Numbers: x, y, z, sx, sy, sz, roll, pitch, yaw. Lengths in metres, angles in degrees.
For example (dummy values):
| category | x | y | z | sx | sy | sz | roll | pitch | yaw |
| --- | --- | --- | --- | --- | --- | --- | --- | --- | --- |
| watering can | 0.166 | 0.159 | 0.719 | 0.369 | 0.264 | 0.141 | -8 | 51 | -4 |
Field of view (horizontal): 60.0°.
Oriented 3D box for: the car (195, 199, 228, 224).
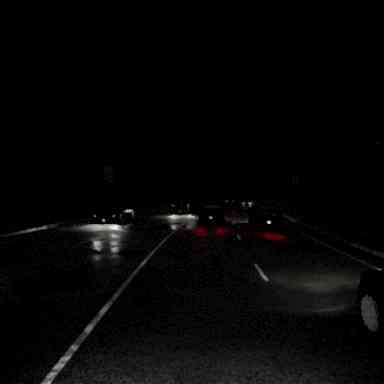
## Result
| category | x | y | z | sx | sy | sz | roll | pitch | yaw |
| --- | --- | --- | --- | --- | --- | --- | --- | --- | --- |
| car | 1.524 | 1.512 | 24.529 | 1.812 | 1.442 | 4.674 | 0 | 0 | 7 |

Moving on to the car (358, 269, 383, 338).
| category | x | y | z | sx | sy | sz | roll | pitch | yaw |
| --- | --- | --- | --- | --- | --- | --- | --- | --- | --- |
| car | 3.674 | 1.478 | 3.554 | 1.882 | 1.535 | 5.008 | 0 | 0 | 1 |

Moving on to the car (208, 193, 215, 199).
| category | x | y | z | sx | sy | sz | roll | pitch | yaw |
| --- | --- | --- | --- | --- | --- | --- | --- | --- | --- |
| car | 4.992 | 1.175 | 65.868 | 2.150 | 2.045 | 5.566 | 0 | 0 | 22 |

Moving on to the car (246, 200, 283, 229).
| category | x | y | z | sx | sy | sz | roll | pitch | yaw |
| --- | --- | --- | --- | --- | --- | --- | --- | --- | --- |
| car | 4.725 | 1.498 | 21.723 | 1.837 | 1.490 | 4.892 | 0 | 0 | 6 |

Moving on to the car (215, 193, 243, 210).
| category | x | y | z | sx | sy | sz | roll | pitch | yaw |
| --- | --- | --- | --- | --- | --- | --- | --- | --- | --- |
| car | 4.779 | 1.202 | 42.301 | 2.150 | 2.045 | 5.566 | 0 | 0 | 14 |

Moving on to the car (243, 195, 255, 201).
| category | x | y | z | sx | sy | sz | roll | pitch | yaw |
| --- | --- | --- | --- | --- | --- | --- | --- | --- | --- |
| car | 12.689 | 1.299 | 74.334 | 1.812 | 1.442 | 4.674 | 0 | 0 | 26 |

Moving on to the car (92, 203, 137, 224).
| category | x | y | z | sx | sy | sz | roll | pitch | yaw |
| --- | --- | --- | --- | --- | --- | --- | --- | --- | --- |
| car | -5.678 | 1.522 | 25.160 | 2.033 | 1.411 | 5.357 | 0 | 0 | 7 |

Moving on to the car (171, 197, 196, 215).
| category | x | y | z | sx | sy | sz | roll | pitch | yaw |
| --- | --- | --- | --- | --- | --- | --- | --- | --- | --- |
| car | -0.726 | 1.327 | 34.198 | 2.097 | 1.767 | 4.553 | 0 | 0 | 11 |
